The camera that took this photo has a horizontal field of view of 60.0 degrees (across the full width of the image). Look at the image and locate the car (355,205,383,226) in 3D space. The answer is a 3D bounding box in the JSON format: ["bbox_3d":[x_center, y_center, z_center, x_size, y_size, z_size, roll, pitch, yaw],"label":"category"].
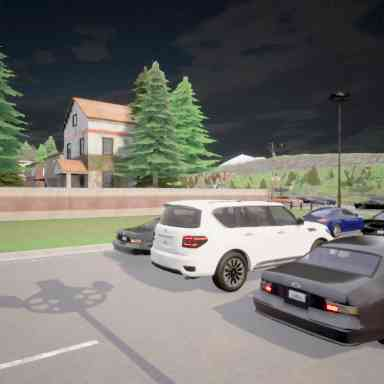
[{"bbox_3d":[9.660,1.478,14.926,5.008,1.535,1.882,0,0,-35],"label":"car"}]

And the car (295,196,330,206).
[{"bbox_3d":[19.597,1.491,54.287,2.128,1.511,4.902,0,0,-36],"label":"car"}]

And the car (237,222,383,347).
[{"bbox_3d":[3.549,1.547,6.277,5.357,1.411,2.033,0,0,-36],"label":"car"}]

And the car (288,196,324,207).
[{"bbox_3d":[17.476,1.478,51.241,1.882,1.535,5.008,0,0,-36],"label":"car"}]

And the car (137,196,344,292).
[{"bbox_3d":[1.569,1.221,9.166,5.566,2.045,2.150,0,0,-36],"label":"car"}]

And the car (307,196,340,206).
[{"bbox_3d":[22.237,1.477,56.618,1.882,1.535,5.008,0,0,-36],"label":"car"}]

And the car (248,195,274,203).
[{"bbox_3d":[14.074,1.499,68.064,2.128,1.511,4.902,0,0,-36],"label":"car"}]

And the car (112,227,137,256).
[{"bbox_3d":[-0.151,1.547,12.231,5.357,1.411,2.033,0,0,-36],"label":"car"}]

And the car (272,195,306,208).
[{"bbox_3d":[14.382,1.353,49.546,2.097,1.767,4.553,0,0,-36],"label":"car"}]

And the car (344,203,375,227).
[{"bbox_3d":[7.652,1.526,17.793,4.674,1.442,1.812,0,0,-35],"label":"car"}]

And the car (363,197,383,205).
[{"bbox_3d":[22.013,1.601,39.553,1.895,1.301,4.718,0,0,-41],"label":"car"}]
